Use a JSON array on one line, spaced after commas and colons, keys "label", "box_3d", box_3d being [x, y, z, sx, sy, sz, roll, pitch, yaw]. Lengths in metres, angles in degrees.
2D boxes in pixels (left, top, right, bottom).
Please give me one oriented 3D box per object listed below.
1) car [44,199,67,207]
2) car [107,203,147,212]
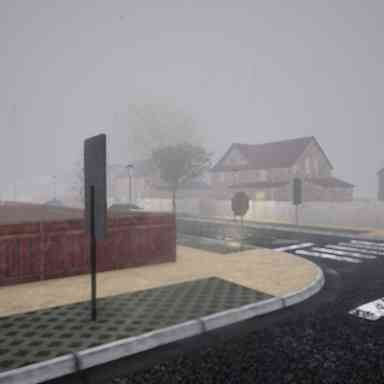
[{"label": "car", "box_3d": [-17.819, 1.739, 43.318, 1.882, 1.535, 5.008, -1, 0, -36]}, {"label": "car", "box_3d": [-5.166, 1.658, 26.409, 1.837, 1.490, 4.892, -1, 0, -37]}]
